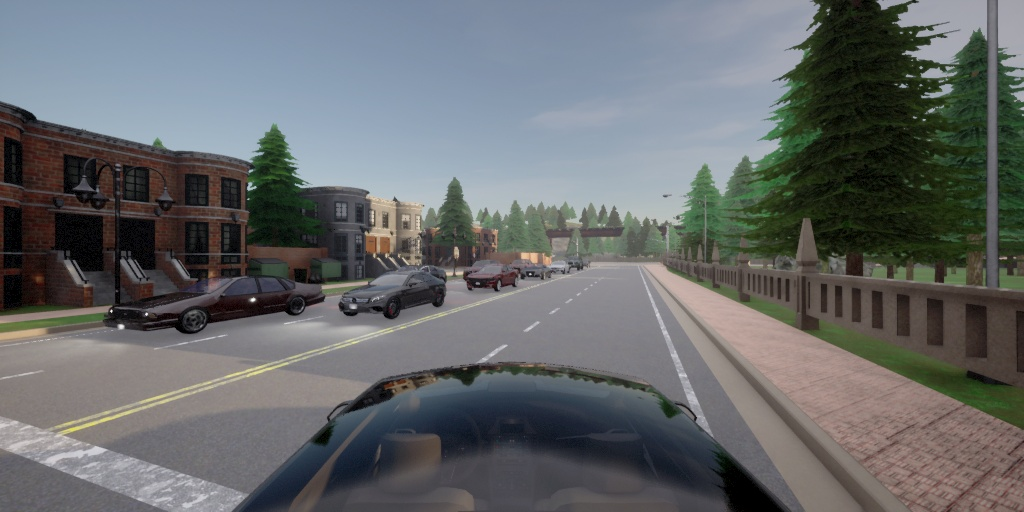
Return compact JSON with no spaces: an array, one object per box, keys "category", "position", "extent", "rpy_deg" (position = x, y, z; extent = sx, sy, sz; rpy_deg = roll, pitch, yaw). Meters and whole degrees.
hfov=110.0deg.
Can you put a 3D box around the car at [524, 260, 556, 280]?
[{"category":"car","position":[2.168,1.314,31.422],"extent":[1.994,1.385,4.181],"rpy_deg":[0,0,20]}]

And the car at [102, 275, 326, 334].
[{"category":"car","position":[-8.467,1.297,11.066],"extent":[2.033,1.411,5.357],"rpy_deg":[0,0,19]}]

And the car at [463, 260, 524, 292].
[{"category":"car","position":[-1.067,1.228,21.942],"extent":[1.882,1.535,5.008],"rpy_deg":[0,0,19]}]

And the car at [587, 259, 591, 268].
[{"category":"car","position":[12.255,1.255,61.013],"extent":[1.837,1.490,4.892],"rpy_deg":[0,0,19]}]

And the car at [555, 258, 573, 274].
[{"category":"car","position":[5.409,1.276,40.971],"extent":[1.812,1.442,4.674],"rpy_deg":[0,0,19]}]

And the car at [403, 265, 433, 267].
[{"category":"car","position":[-5.417,1.242,20.040],"extent":[2.128,1.511,4.902],"rpy_deg":[0,0,18]}]

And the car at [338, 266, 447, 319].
[{"category":"car","position":[-4.072,1.276,13.111],"extent":[1.812,1.442,4.674],"rpy_deg":[0,0,19]}]

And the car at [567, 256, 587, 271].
[{"category":"car","position":[8.775,0.971,50.844],"extent":[2.150,2.045,5.566],"rpy_deg":[0,0,19]}]
